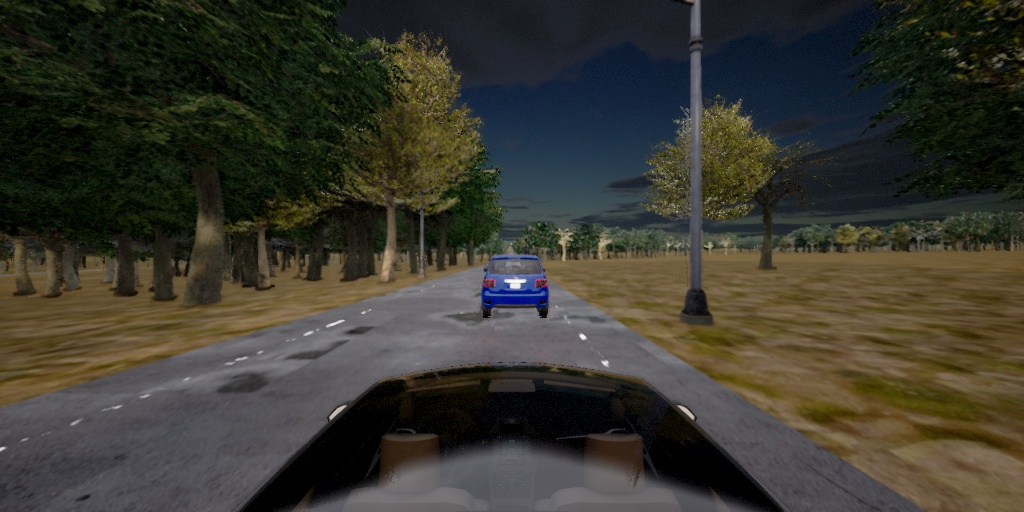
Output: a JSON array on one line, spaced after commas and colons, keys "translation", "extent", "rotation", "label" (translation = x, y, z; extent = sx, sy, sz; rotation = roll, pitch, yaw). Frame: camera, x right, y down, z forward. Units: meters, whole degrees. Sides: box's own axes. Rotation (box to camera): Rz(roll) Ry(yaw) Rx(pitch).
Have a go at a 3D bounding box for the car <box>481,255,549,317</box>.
[{"translation": [0.099, 0.983, 13.285], "extent": [2.150, 2.045, 5.566], "rotation": [0, 0, 0], "label": "car"}]
